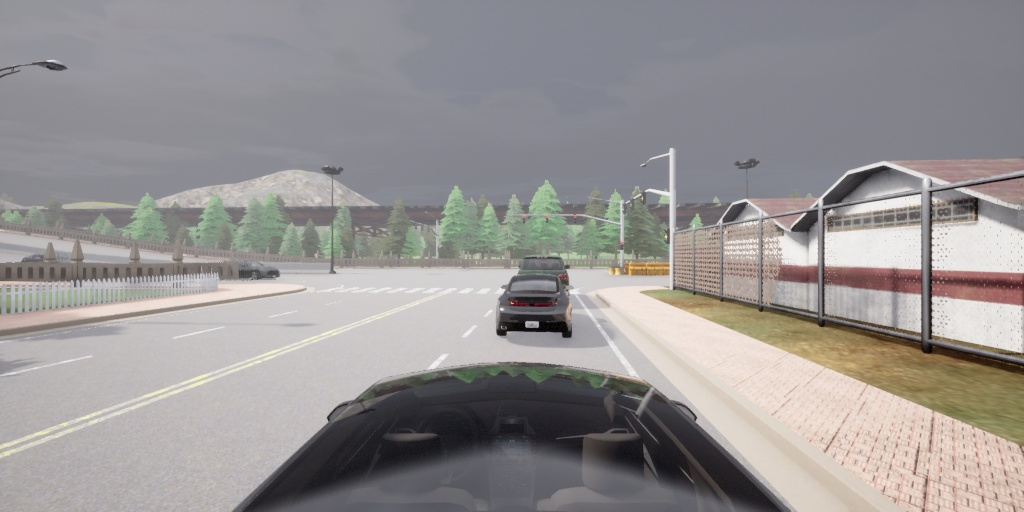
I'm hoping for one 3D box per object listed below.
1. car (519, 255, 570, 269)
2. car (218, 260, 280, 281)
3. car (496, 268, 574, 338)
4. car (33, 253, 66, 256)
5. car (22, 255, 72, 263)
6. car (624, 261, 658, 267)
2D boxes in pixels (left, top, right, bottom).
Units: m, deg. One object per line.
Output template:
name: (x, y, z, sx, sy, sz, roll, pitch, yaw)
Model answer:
car: (1.449, 0.971, 16.276, 2.150, 2.045, 5.566, 0, 0, 7)
car: (-21.893, 1.101, 29.813, 4.553, 1.767, 2.097, 0, 0, 5)
car: (0.695, 1.255, 10.264, 1.837, 1.490, 4.892, 0, 0, 6)
car: (-44.663, 0.540, 34.956, 4.892, 1.490, 1.837, 5, 0, 4)
car: (-38.540, 0.988, 30.990, 5.357, 1.411, 2.033, 3, 0, 4)
car: (15.737, 1.351, 41.492, 4.718, 1.301, 1.895, 0, 0, 4)
